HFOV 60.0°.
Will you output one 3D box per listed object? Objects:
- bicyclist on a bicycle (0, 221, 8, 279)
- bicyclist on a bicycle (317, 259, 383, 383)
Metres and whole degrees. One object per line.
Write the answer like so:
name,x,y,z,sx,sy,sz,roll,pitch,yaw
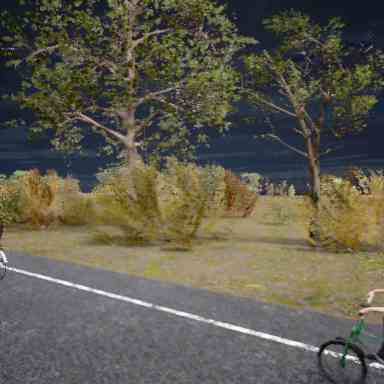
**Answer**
bicyclist on a bicycle,-5.429,1.388,8.928,1.843,1.776,0.659,0,0,35
bicyclist on a bicycle,2.096,1.437,3.530,1.509,1.612,0.866,0,0,36
